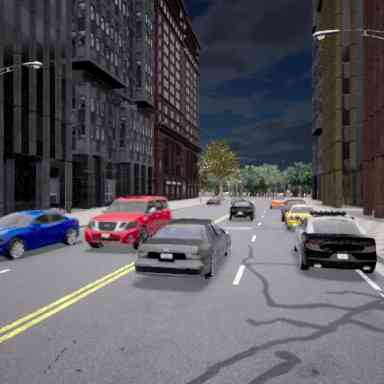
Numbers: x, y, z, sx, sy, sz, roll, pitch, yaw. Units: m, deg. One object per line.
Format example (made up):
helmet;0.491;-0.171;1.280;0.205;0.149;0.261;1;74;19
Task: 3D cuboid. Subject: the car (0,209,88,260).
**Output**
car;-6.278;1.476;12.748;1.882;1.535;5.008;0;0;14

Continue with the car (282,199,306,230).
car;6.783;1.453;20.709;1.801;1.575;5.366;0;0;14

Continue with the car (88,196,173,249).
car;-2.471;1.220;14.667;2.150;2.045;5.566;0;0;14

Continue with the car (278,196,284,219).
car;8.142;1.349;26.327;2.097;1.767;4.553;0;0;14

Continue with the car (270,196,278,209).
car;11.664;1.345;45.008;2.097;1.767;4.553;0;0;14

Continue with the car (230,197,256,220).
car;4.324;1.474;28.084;1.882;1.535;5.008;0;0;14

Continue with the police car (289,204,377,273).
police car;4.414;1.424;10.911;1.930;1.638;5.238;0;0;14

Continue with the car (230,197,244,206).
car;7.727;1.555;56.774;1.994;1.385;4.181;0;0;14

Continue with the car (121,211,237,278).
car;0.005;1.547;10.225;2.033;1.411;5.357;0;0;14

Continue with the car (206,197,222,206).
car;3.547;1.539;53.365;2.033;1.411;5.357;0;0;14

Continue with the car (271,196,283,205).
car;15.276;1.538;59.976;2.033;1.411;5.357;0;0;14
